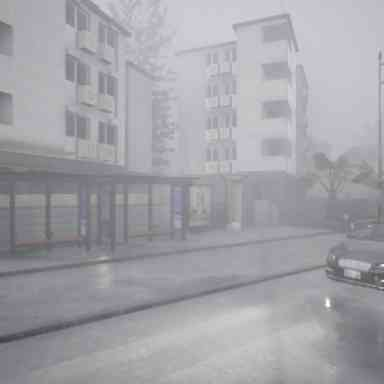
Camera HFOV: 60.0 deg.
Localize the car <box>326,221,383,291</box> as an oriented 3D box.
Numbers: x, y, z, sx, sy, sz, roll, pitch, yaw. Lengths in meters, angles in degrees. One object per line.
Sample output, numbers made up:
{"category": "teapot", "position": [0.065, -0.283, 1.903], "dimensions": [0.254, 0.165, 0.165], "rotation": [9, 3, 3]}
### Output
{"category": "car", "position": [5.425, 1.518, 8.684], "dimensions": [4.902, 1.511, 2.128], "rotation": [0, 0, -37]}
